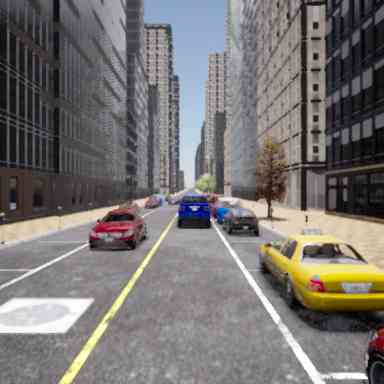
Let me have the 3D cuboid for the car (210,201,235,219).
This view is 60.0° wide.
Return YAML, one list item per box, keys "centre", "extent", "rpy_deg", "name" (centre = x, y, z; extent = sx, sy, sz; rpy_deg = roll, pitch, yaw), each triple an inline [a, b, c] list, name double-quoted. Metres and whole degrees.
- centre: [2.716, 1.550, 30.382]
  extent: [1.887, 1.381, 4.507]
  rpy_deg: [0, 0, 0]
  name: "car"

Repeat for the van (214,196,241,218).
- centre: [2.711, 1.350, 24.684]
  extent: [1.690, 1.788, 3.998]
  rpy_deg: [0, 0, 0]
  name: "van"

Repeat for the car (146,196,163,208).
- centre: [-5.650, 1.575, 47.481]
  extent: [1.802, 1.307, 4.206]
  rpy_deg: [0, 0, 0]
  name: "car"

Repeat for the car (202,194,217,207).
- centre: [2.736, 1.303, 53.171]
  extent: [2.192, 1.841, 5.009]
  rpy_deg: [0, 0, 0]
  name: "car"

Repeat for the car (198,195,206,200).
- centre: [2.770, 1.464, 93.054]
  extent: [1.887, 1.381, 4.507]
  rpy_deg: [0, 0, 0]
  name: "car"

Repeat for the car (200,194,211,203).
- centre: [2.751, 1.282, 70.262]
  extent: [2.192, 1.841, 5.009]
  rpy_deg: [0, 0, 0]
  name: "car"

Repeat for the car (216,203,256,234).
- centre: [2.706, 1.560, 18.987]
  extent: [2.008, 1.369, 4.403]
  rpy_deg: [0, 0, 0]
  name: "car"

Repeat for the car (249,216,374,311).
- centre: [2.696, 1.530, 7.761]
  extent: [1.752, 1.417, 4.829]
  rpy_deg: [0, 0, 0]
  name: "car"

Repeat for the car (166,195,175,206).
- centre: [-3.017, 1.477, 55.879]
  extent: [2.128, 1.511, 4.902]
  rpy_deg: [0, 0, 0]
  name: "car"

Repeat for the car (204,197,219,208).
- centre: [2.731, 1.518, 47.642]
  extent: [1.752, 1.417, 4.829]
  rpy_deg: [0, 0, 0]
  name: "car"

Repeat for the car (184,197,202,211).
- centre: [0.137, 1.487, 42.270]
  extent: [2.128, 1.511, 4.902]
  rpy_deg: [0, 0, 0]
  name: "car"

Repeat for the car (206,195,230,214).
- centre: [2.721, 1.316, 36.079]
  extent: [2.192, 1.841, 5.009]
  rpy_deg: [0, 0, 0]
  name: "car"

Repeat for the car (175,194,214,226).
- centre: [0.126, 1.225, 23.435]
  extent: [2.150, 2.045, 5.566]
  rpy_deg: [0, -1, -1]
  name: "car"

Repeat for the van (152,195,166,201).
- centre: [-5.645, 1.329, 53.179]
  extent: [1.690, 1.788, 3.998]
  rpy_deg: [0, 0, 0]
  name: "van"

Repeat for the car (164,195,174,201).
- centre: [-5.620, 1.513, 81.667]
  extent: [1.947, 1.339, 4.313]
  rpy_deg: [0, 0, 0]
  name: "car"

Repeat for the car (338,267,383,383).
- centre: [2.691, 1.583, 1.894]
  extent: [1.802, 1.307, 4.206]
  rpy_deg: [0, 0, 0]
  name: "car"

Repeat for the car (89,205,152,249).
- centre: [-3.087, 1.534, 14.712]
  extent: [1.812, 1.442, 4.674]
  rpy_deg: [0, 0, 0]
  name: "car"

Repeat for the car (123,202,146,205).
- centre: [-5.664, 1.588, 30.390]
  extent: [1.802, 1.307, 4.206]
  rpy_deg: [0, 0, 0]
  name: "car"
